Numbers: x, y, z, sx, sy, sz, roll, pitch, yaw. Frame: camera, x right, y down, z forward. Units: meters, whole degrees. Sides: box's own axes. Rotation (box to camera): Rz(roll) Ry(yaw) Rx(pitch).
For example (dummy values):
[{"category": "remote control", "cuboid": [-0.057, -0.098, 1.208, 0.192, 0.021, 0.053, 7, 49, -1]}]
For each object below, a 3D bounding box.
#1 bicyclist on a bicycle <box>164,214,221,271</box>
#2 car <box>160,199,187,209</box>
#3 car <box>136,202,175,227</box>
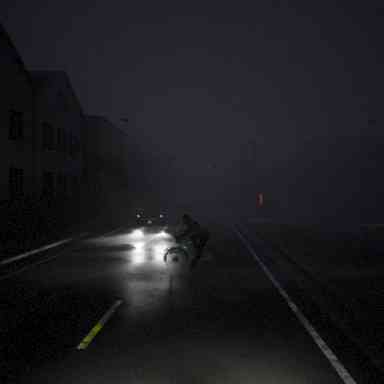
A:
[{"category": "bicyclist on a bicycle", "cuboid": [0.004, 1.449, 9.528, 1.656, 1.620, 0.582, -2, 0, 3]}, {"category": "car", "cuboid": [-3.183, 1.635, 45.325, 5.357, 1.411, 2.033, -1, -1, 40]}, {"category": "car", "cuboid": [-2.544, 1.600, 23.145, 1.895, 1.301, 4.718, 0, 0, 3]}]
